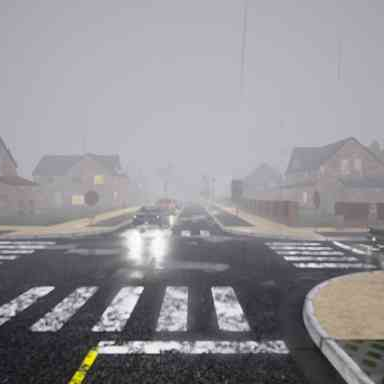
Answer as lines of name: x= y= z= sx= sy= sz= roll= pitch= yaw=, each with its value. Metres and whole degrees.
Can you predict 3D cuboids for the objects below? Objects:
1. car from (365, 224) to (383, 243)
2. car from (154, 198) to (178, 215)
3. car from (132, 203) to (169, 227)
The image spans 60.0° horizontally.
car: x=10.366 y=1.621 z=14.018 sx=5.357 sy=1.411 sz=2.033 roll=0 pitch=0 yaw=2
car: x=-2.866 y=1.439 z=35.135 sx=2.097 sy=1.767 sz=4.553 roll=0 pitch=0 yaw=0
car: x=-2.865 y=1.641 z=23.043 sx=1.895 sy=1.301 sz=4.718 roll=0 pitch=0 yaw=0
